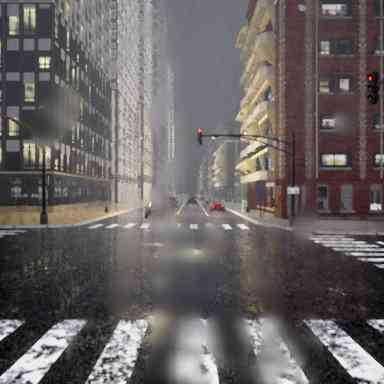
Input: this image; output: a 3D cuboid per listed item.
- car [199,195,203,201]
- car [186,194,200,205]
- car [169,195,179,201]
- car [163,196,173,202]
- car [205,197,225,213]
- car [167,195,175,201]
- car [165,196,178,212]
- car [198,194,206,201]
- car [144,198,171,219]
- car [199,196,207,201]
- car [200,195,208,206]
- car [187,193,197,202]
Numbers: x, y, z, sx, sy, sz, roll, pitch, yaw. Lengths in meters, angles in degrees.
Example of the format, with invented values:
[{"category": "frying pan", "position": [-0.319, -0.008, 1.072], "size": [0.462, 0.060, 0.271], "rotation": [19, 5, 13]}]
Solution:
[{"category": "car", "position": [2.688, 1.556, 55.818], "size": [2.008, 1.369, 4.403], "rotation": [0, 0, 0]}, {"category": "car", "position": [-0.003, 1.533, 59.851], "size": [1.812, 1.442, 4.674], "rotation": [0, 0, 0]}, {"category": "car", "position": [-3.058, 1.508, 49.954], "size": [1.837, 1.490, 4.892], "rotation": [0, 0, 0]}, {"category": "car", "position": [-5.695, 1.569, 78.411], "size": [2.008, 1.369, 4.403], "rotation": [0, 0, 0]}, {"category": "car", "position": [2.739, 1.581, 37.253], "size": [1.802, 1.307, 4.206], "rotation": [0, 0, 0]}, {"category": "car", "position": [-5.697, 1.572, 89.709], "size": [1.887, 1.381, 4.507], "rotation": [0, 0, 0]}, {"category": "car", "position": [-3.085, 1.564, 39.539], "size": [1.994, 1.385, 4.181], "rotation": [0, 0, 1]}, {"category": "car", "position": [2.684, 1.467, 89.710], "size": [1.967, 1.590, 4.097], "rotation": [0, 0, 0]}, {"category": "car", "position": [-3.120, 1.545, 29.519], "size": [2.033, 1.411, 5.357], "rotation": [0, 0, -4]}, {"category": "car", "position": [2.684, 1.604, 84.061], "size": [1.802, 1.307, 4.206], "rotation": [0, 0, 0]}, {"category": "car", "position": [2.688, 1.554, 50.170], "size": [2.008, 1.369, 4.403], "rotation": [0, 0, 0]}, {"category": "car", "position": [-0.004, 1.200, 69.824], "size": [2.097, 1.767, 4.553], "rotation": [0, 0, 0]}]
